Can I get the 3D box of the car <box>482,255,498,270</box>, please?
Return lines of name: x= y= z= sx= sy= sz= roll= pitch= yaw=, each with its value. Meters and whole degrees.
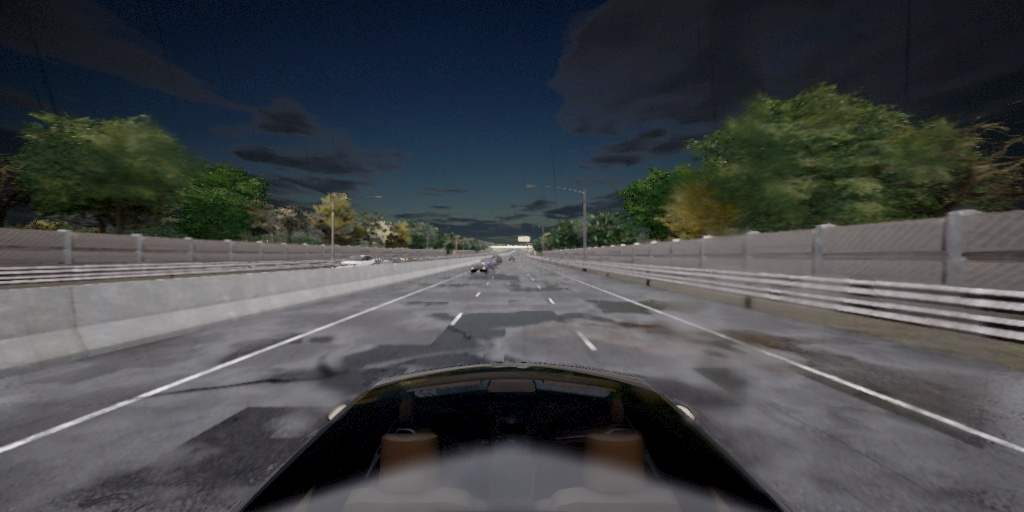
car: x=-3.510 y=1.034 z=50.474 sx=2.097 sy=1.767 sz=4.553 roll=0 pitch=0 yaw=0

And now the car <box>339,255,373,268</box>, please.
car: x=-17.573 y=0.927 z=41.125 sx=2.150 sy=2.045 sz=5.566 roll=0 pitch=0 yaw=0

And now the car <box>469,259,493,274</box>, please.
car: x=-3.508 y=1.316 z=39.535 sx=1.895 sy=1.301 sz=4.718 roll=0 pitch=0 yaw=0

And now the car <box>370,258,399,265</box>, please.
car: x=-14.069 y=1.257 z=41.504 sx=2.033 sy=1.411 sz=5.357 roll=0 pitch=0 yaw=1

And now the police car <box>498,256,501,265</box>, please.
police car: x=-3.512 y=1.139 z=61.506 sx=2.038 sy=1.542 sz=4.974 roll=0 pitch=0 yaw=0
